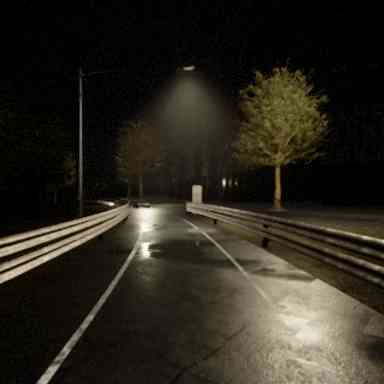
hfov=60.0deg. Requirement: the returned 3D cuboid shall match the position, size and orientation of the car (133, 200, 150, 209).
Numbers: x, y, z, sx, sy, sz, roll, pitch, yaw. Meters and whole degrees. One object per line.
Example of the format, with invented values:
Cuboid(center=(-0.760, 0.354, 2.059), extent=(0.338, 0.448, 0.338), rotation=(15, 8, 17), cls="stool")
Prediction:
Cuboid(center=(-7.540, 1.853, 49.401), extent=(1.895, 1.301, 4.718), rotation=(0, 0, -18), cls="car")
